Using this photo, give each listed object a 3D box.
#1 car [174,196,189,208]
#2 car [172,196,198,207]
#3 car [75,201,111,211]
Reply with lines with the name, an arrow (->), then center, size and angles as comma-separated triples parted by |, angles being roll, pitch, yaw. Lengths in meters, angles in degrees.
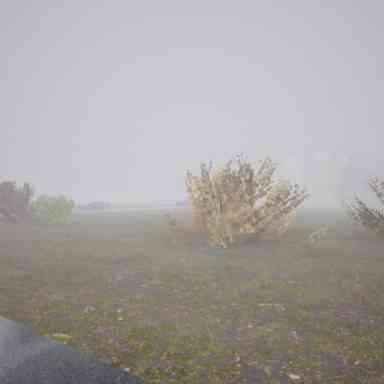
car -> -0.977, 2.001, 60.423 | 1.882, 1.535, 5.008 | -1, -1, 36
car -> -1.285, 1.837, 66.011 | 2.150, 2.045, 5.566 | -1, -1, 36
car -> -14.248, 1.936, 48.172 | 2.033, 1.411, 5.357 | -1, -1, 36
